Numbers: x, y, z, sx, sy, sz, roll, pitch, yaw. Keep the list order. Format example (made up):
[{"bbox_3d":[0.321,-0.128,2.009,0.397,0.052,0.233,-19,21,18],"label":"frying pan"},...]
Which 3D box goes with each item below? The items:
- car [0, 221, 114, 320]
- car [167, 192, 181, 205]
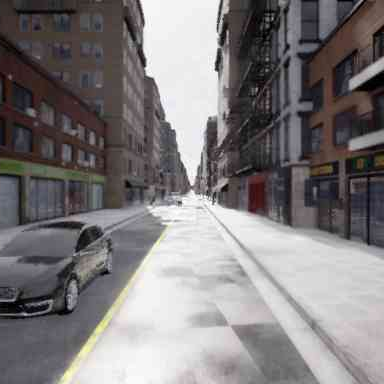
[{"bbox_3d":[-3.103,1.495,7.601,1.837,1.490,4.892,0,0,0],"label":"car"},{"bbox_3d":[-3.017,1.084,57.967,2.150,2.045,5.566,0,0,0],"label":"car"}]
